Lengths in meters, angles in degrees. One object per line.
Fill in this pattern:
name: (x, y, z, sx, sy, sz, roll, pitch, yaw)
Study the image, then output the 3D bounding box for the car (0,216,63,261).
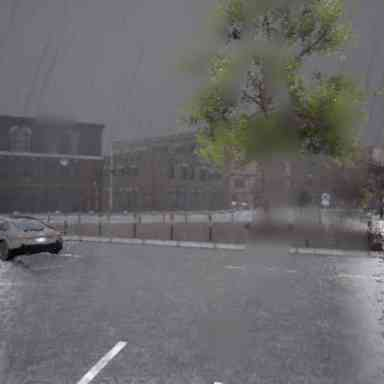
car: (-6.728, 1.596, 12.508, 4.181, 1.385, 1.994, 0, -1, 37)
